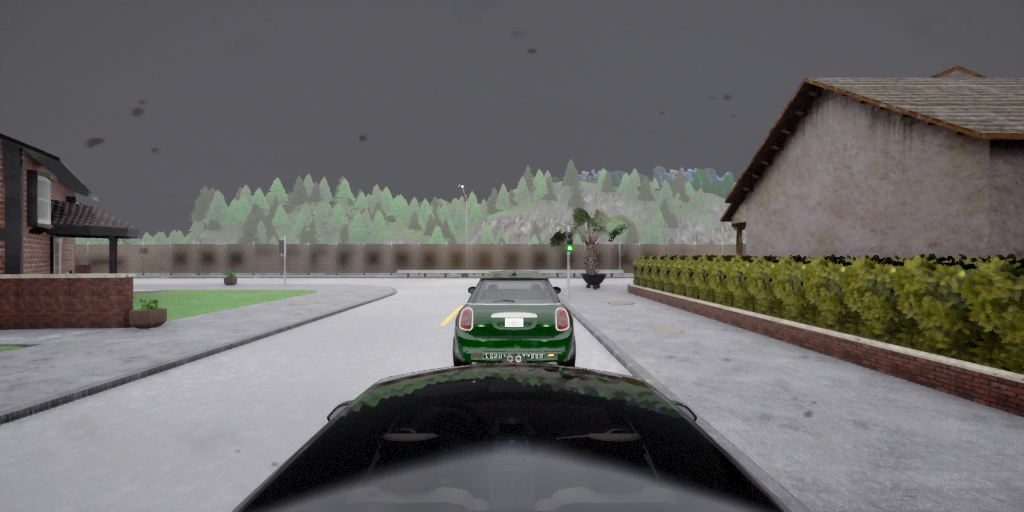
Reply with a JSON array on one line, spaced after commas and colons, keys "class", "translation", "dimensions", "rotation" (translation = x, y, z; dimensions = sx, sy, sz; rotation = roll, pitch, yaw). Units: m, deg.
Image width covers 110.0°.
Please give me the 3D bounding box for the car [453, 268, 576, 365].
[{"class": "car", "translation": [0.053, 1.102, 7.954], "dimensions": [2.097, 1.767, 4.553], "rotation": [0, 0, 0]}]
